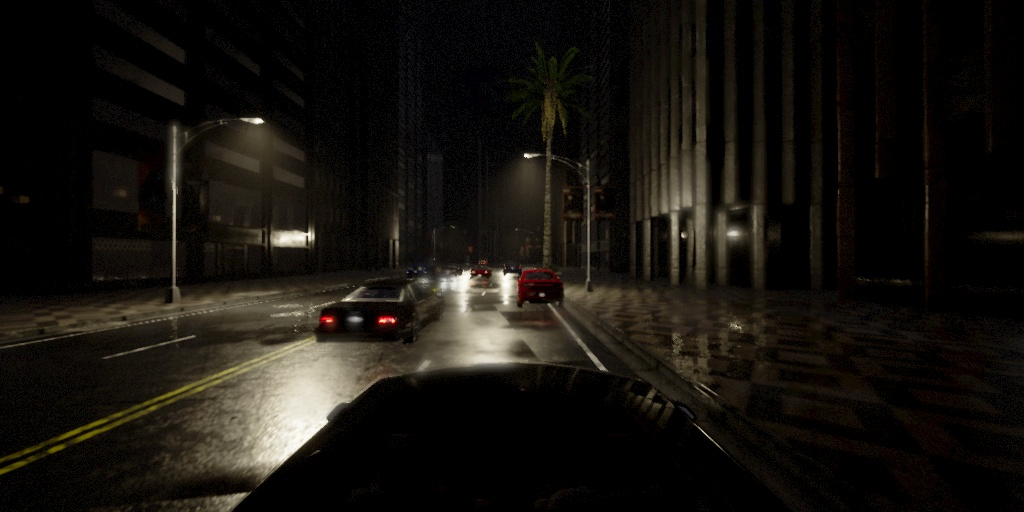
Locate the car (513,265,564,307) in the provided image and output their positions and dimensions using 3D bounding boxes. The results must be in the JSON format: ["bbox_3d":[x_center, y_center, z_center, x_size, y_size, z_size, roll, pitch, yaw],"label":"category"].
[{"bbox_3d":[1.142,1.335,16.055,1.882,1.535,5.008,0,0,0],"label":"car"}]

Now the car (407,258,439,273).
[{"bbox_3d":[-9.834,1.265,39.456,2.150,2.045,5.566,0,0,0],"label":"car"}]

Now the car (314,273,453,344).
[{"bbox_3d":[-3.147,1.356,9.730,2.033,1.411,5.357,0,0,0],"label":"car"}]

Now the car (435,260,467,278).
[{"bbox_3d":[-6.581,1.534,39.257,2.128,1.511,4.902,0,0,0],"label":"car"}]

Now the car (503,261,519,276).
[{"bbox_3d":[0.070,1.421,42.337,2.097,1.767,4.553,0,0,0],"label":"car"}]

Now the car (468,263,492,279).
[{"bbox_3d":[-3.141,1.627,37.254,1.895,1.301,4.718,0,0,0],"label":"car"}]
